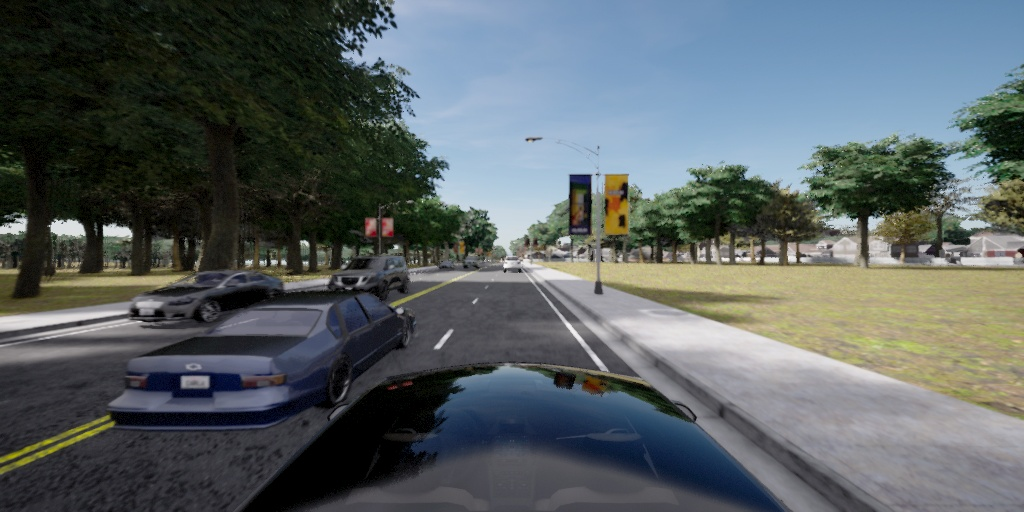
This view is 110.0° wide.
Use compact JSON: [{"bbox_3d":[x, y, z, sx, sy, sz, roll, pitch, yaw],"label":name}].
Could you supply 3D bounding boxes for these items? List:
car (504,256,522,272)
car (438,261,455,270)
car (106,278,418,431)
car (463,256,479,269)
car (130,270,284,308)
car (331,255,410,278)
[{"bbox_3d":[0.077,1.042,47.498,2.150,2.045,5.566,0,0,0],"label":"car"},{"bbox_3d":[-9.838,1.410,54.155,1.994,1.385,4.181,0,0,0],"label":"car"},{"bbox_3d":[-3.151,1.300,6.074,2.033,1.411,5.357,0,0,0],"label":"car"},{"bbox_3d":[-6.573,1.078,57.939,2.150,2.045,5.566,0,0,1],"label":"car"},{"bbox_3d":[-9.852,1.251,12.129,2.128,1.511,4.902,0,0,0],"label":"car"},{"bbox_3d":[-6.606,0.981,17.250,2.150,2.045,5.566,0,0,0],"label":"car"}]
